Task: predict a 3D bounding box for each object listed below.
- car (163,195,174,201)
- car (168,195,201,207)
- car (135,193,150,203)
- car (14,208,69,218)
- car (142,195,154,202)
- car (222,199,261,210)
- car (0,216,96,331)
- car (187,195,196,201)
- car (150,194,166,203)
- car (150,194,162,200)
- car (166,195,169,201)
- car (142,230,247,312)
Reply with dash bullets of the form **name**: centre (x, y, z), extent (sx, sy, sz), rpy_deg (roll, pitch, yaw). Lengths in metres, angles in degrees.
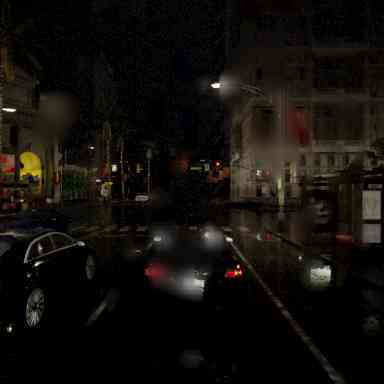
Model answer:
- **car**: centre (-6.312, 1.524, 90.185), extent (1.812, 1.442, 4.674), rpy_deg (0, 0, 10)
- **car**: centre (-0.852, 1.478, 51.128), extent (5.008, 1.535, 1.882), rpy_deg (0, 1, 43)
- **car**: centre (-10.613, 1.225, 70.677), extent (2.150, 2.045, 5.566), rpy_deg (0, 0, 0)
- **car**: centre (-7.085, 1.526, 15.627), extent (1.812, 1.442, 4.674), rpy_deg (0, 0, 0)
- **car**: centre (-10.626, 1.540, 80.693), extent (2.033, 1.411, 5.357), rpy_deg (0, 0, 0)
- **car**: centre (6.324, 1.601, 42.659), extent (4.718, 1.301, 1.895), rpy_deg (0, 0, -9)
- **car**: centre (-3.453, 1.492, 6.855), extent (2.128, 1.511, 4.902), rpy_deg (0, 0, 0)
- **car**: centre (-0.066, 1.553, 83.716), extent (1.994, 1.385, 4.181), rpy_deg (0, 0, 3)
- **car**: centre (-7.112, 1.553, 69.873), extent (1.994, 1.385, 4.181), rpy_deg (0, 0, 0)
- **car**: centre (-9.746, 1.355, 90.868), extent (2.097, 1.767, 4.553), rpy_deg (0, 0, 10)
- **car**: centre (-7.125, 1.355, 80.056), extent (2.097, 1.767, 4.553), rpy_deg (0, 0, 0)
- **car**: centre (0.052, 1.564, 7.790), extent (1.994, 1.385, 4.181), rpy_deg (0, 0, 0)
